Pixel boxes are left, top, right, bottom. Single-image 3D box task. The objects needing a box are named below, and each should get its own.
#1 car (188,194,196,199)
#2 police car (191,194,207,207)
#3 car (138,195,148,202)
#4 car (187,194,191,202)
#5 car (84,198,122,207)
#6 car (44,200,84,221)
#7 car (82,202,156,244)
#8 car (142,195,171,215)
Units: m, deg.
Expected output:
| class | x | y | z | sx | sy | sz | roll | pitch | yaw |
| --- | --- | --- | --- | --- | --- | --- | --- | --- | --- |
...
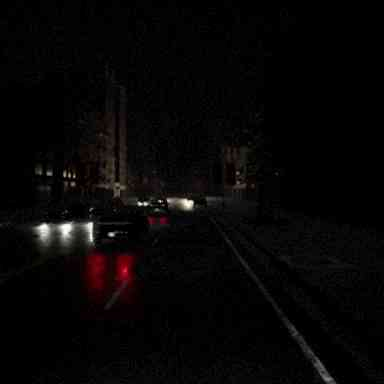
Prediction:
| class | x | y | z | sx | sy | sz | roll | pitch | yaw |
| --- | --- | --- | --- | --- | --- | --- | --- | --- | --- |
| car | 0.016 | 1.125 | 82.888 | 1.895 | 1.301 | 4.718 | 0 | 0 | 0 |
| police car | 1.147 | 1.267 | 48.332 | 1.930 | 1.638 | 5.238 | 0 | 0 | 0 |
| car | -9.738 | 1.287 | 67.591 | 2.128 | 1.511 | 4.902 | 0 | 0 | 0 |
| car | 0.013 | 1.393 | 67.575 | 1.895 | 1.301 | 4.718 | 0 | 0 | 0 |
| car | -6.592 | 1.265 | 26.352 | 2.097 | 1.767 | 4.553 | 0 | 0 | 0 |
| car | -9.843 | 1.391 | 26.204 | 1.882 | 1.535 | 5.008 | 0 | 0 | 0 |
| car | -3.147 | 1.440 | 15.427 | 2.128 | 1.511 | 4.902 | 0 | 0 | 0 |
| car | -3.144 | 1.386 | 32.188 | 2.128 | 1.511 | 4.902 | 0 | 0 | 0 |
